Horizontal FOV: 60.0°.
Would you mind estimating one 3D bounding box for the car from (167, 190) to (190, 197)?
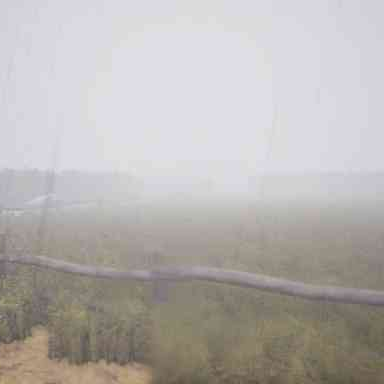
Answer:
[{"bbox_3d":[-1.702,0.401,45.210,2.128,1.511,4.902,0,2,21],"label":"car"}]

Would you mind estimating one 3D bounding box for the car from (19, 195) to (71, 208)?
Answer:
[{"bbox_3d":[-12.791,0.979,29.317,1.812,1.442,4.674,0,2,26],"label":"car"}]
